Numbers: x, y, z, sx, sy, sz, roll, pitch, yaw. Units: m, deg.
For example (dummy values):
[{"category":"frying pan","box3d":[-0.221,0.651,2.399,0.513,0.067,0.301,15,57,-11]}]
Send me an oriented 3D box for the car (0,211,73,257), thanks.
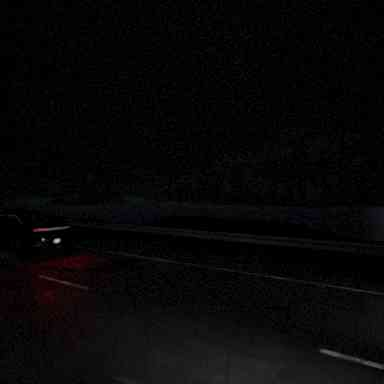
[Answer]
[{"category":"car","box3d":[-6.705,1.508,13.079,4.902,1.511,2.128,0,0,36]}]
